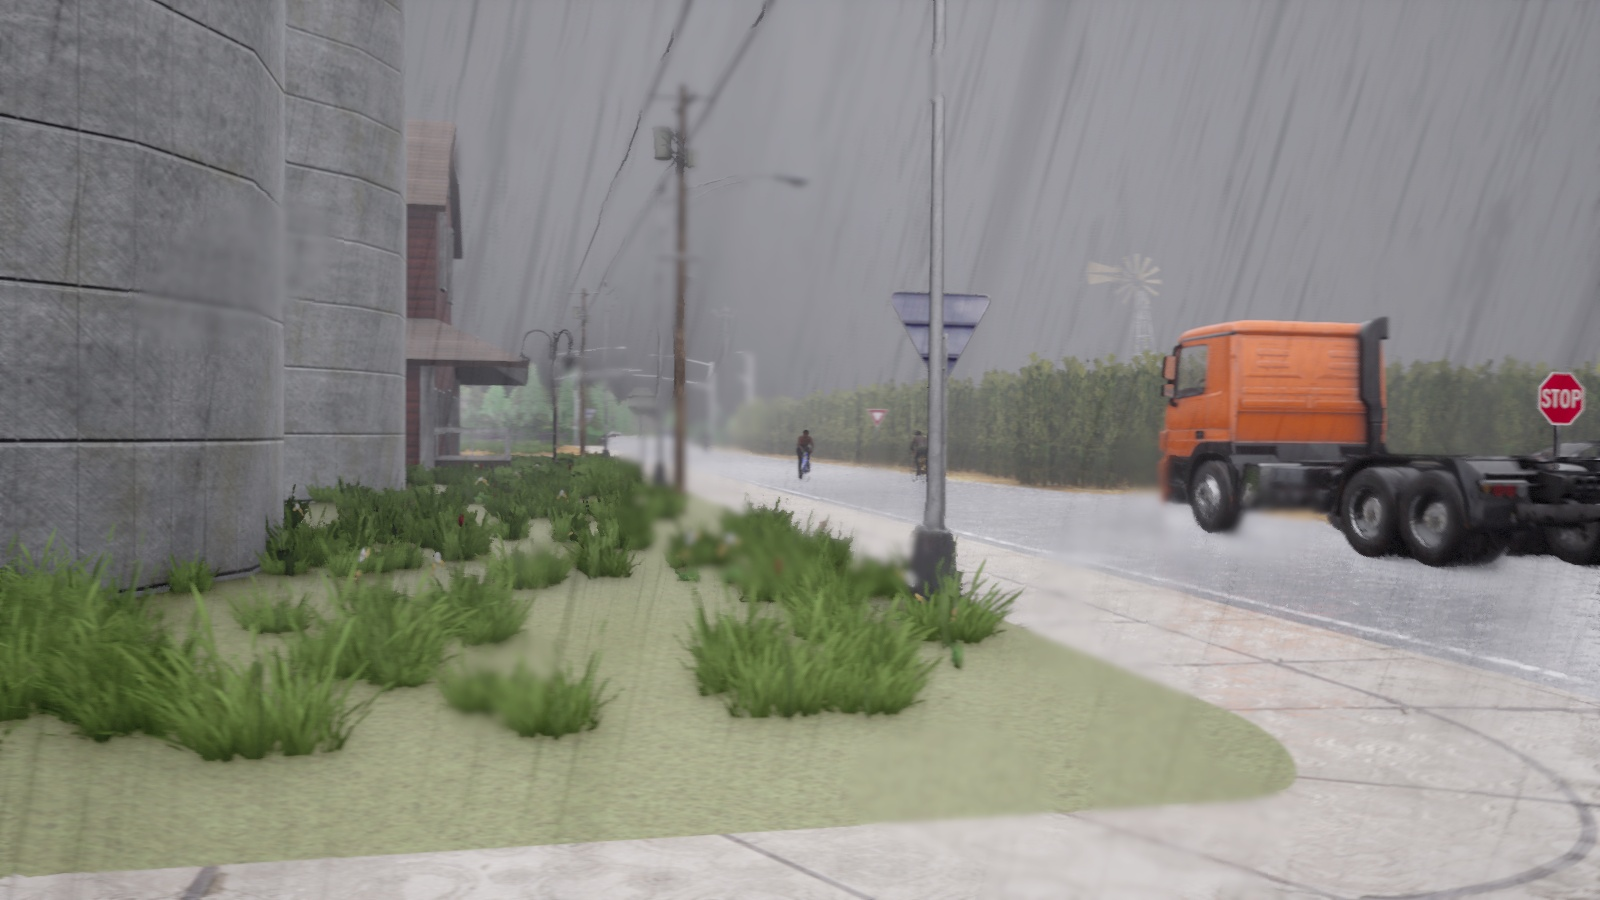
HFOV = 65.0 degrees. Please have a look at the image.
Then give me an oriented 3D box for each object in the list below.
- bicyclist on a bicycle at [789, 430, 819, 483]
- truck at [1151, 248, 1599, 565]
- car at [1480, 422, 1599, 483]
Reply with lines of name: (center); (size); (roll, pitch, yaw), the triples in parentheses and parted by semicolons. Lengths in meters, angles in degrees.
bicyclist on a bicycle: (0.106, 0.181, 39.144); (0.582, 1.620, 1.656); (-1, 1, -12)
truck: (8.275, -0.538, 17.925); (2.891, 3.462, 7.936); (-1, 1, -12)
car: (20.754, 0.025, 33.371); (4.514, 1.525, 2.007); (-1, 1, -12)
